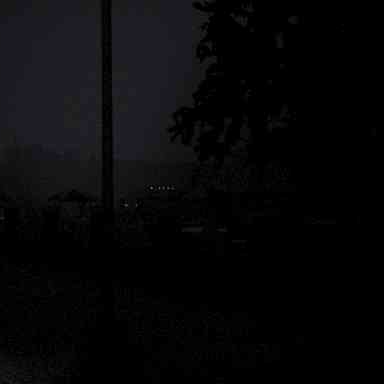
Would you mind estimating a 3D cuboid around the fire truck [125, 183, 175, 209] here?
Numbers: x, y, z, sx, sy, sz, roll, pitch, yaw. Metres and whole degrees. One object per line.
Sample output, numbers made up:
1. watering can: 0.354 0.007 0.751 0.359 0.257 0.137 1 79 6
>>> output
1. fire truck: -6.172 0.687 50.216 2.891 3.827 8.468 -1 0 35
